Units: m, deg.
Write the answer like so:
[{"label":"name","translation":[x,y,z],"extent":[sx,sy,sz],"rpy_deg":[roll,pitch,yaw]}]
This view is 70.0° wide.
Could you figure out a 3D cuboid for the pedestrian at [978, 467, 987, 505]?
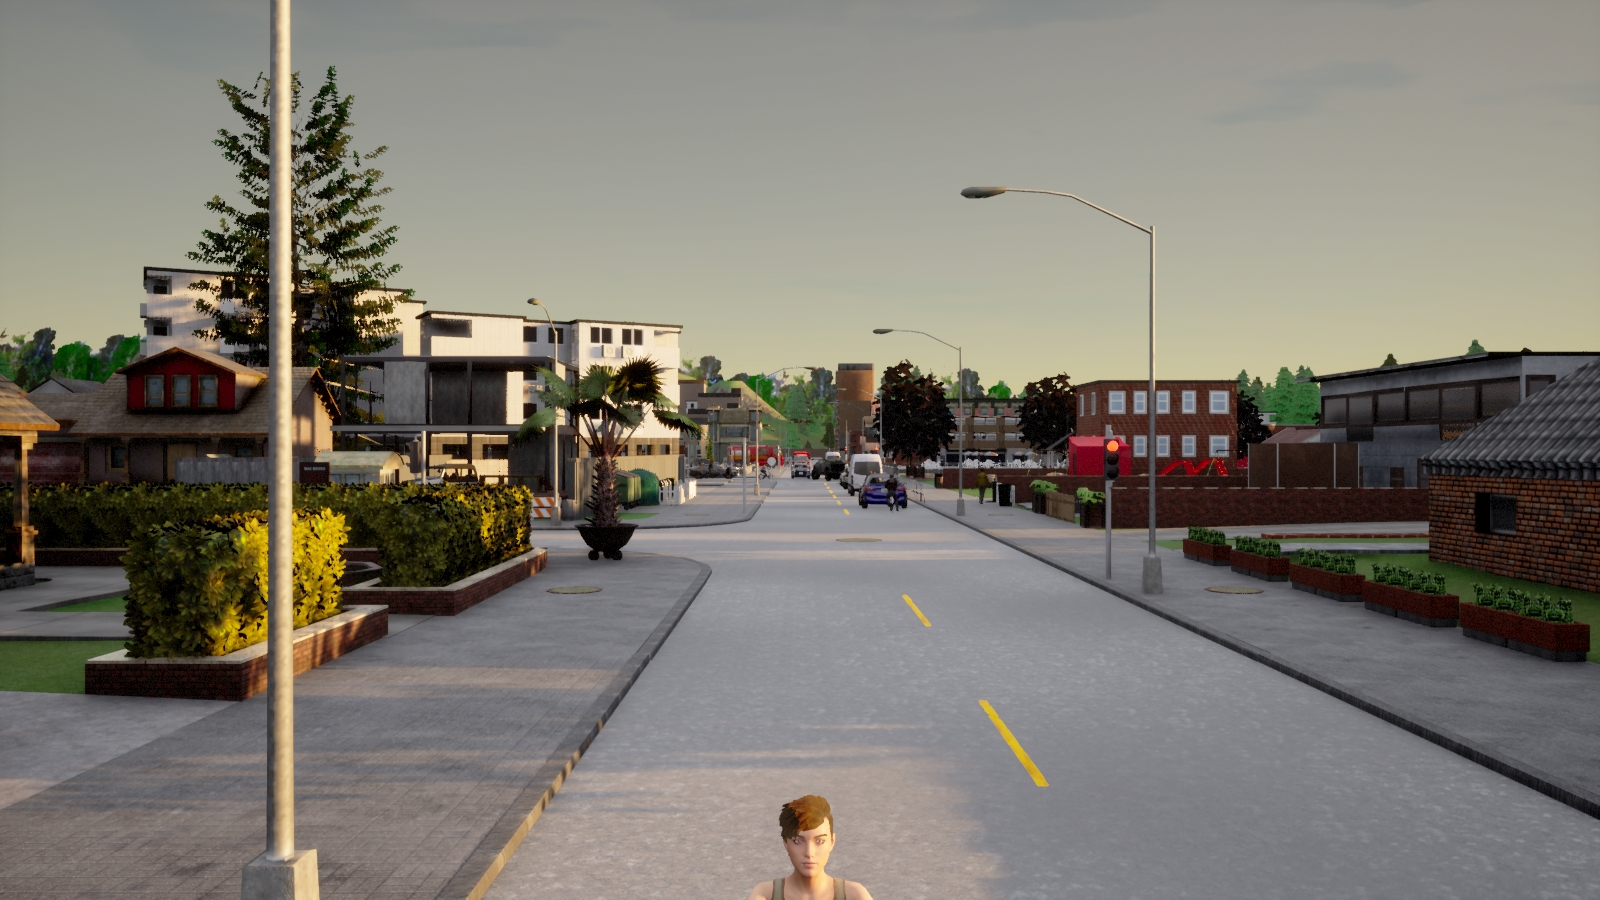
[{"label":"pedestrian","translation":[8.815,1.744,55.309],"extent":[0.375,1.860,0.375],"rpy_deg":[0,0,19]}]

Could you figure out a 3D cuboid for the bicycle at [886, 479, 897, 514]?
[{"label":"bicycle","translation":[4.077,2.060,50.936],"extent":[0.329,1.471,1.835],"rpy_deg":[0,0,0]}]

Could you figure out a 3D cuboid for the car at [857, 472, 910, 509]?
[{"label":"car","translation":[4.046,1.967,56.171],"extent":[2.242,1.667,4.611],"rpy_deg":[0,0,0]}]

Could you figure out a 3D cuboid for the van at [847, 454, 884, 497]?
[{"label":"van","translation":[4.045,1.534,71.355],"extent":[1.988,2.561,5.915],"rpy_deg":[0,0,0]}]

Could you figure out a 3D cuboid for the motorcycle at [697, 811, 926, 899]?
[{"label":"motorcycle","translation":[0.039,2.155,3.558],"extent":[0.764,1.307,2.356],"rpy_deg":[0,0,0]}]
